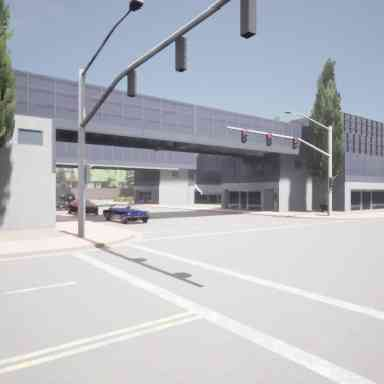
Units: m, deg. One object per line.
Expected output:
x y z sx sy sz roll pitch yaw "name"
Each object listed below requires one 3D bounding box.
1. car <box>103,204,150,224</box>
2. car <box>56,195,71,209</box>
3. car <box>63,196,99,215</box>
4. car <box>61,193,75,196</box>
-4.998 1.601 25.014 1.895 1.301 4.718 0 0 -36 "car"
-16.808 1.505 41.244 1.837 1.490 4.892 0 0 -36 "car"
-10.898 1.478 33.115 1.882 1.535 5.008 0 0 -36 "car"
-23.777 1.221 63.011 2.150 2.045 5.566 0 0 -36 "car"
